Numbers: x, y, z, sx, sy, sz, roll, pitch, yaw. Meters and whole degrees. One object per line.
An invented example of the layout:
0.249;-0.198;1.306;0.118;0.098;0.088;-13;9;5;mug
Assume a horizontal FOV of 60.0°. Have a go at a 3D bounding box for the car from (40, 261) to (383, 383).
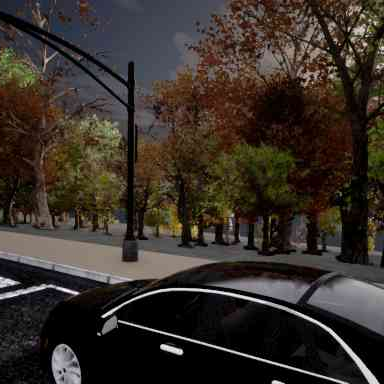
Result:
0.376;1.505;3.406;4.892;1.490;1.837;0;0;36;car
